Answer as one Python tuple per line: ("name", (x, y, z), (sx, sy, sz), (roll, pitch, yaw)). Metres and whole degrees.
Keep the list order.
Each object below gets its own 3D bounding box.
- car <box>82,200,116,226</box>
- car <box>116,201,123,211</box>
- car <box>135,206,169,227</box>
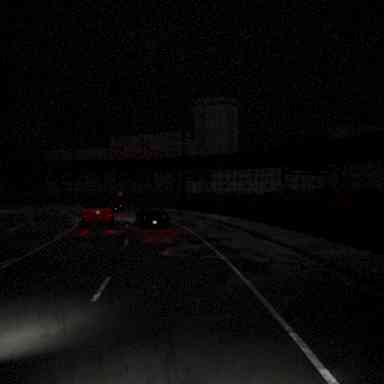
("car", (-6.844, 1.399, 24.239), (2.097, 1.767, 4.553), (-1, 0, -15))
("car", (-10.002, 1.656, 40.188), (1.895, 1.301, 4.718), (-1, 0, -31))
("car", (-2.909, 1.619, 23.204), (1.895, 1.301, 4.718), (0, 0, -14))
